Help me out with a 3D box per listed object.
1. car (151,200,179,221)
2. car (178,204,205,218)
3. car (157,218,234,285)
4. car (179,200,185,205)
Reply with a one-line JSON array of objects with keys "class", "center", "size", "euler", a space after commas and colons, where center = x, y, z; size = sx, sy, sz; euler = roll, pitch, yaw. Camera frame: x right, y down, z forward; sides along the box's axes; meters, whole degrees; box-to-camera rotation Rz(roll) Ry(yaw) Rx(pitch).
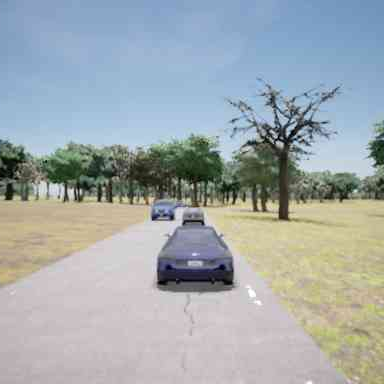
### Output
[{"class": "car", "center": [-2.825, 1.802, 33.516], "size": [2.150, 2.045, 5.566], "euler": [0, -1, 0]}, {"class": "car", "center": [0.115, 2.023, 28.360], "size": [2.033, 1.411, 5.357], "euler": [0, -1, 0]}, {"class": "car", "center": [0.089, 1.696, 9.937], "size": [1.994, 1.385, 4.181], "euler": [0, -1, 0]}, {"class": "car", "center": [-2.698, 2.836, 74.644], "size": [2.150, 2.045, 5.566], "euler": [0, -2, 0]}]
